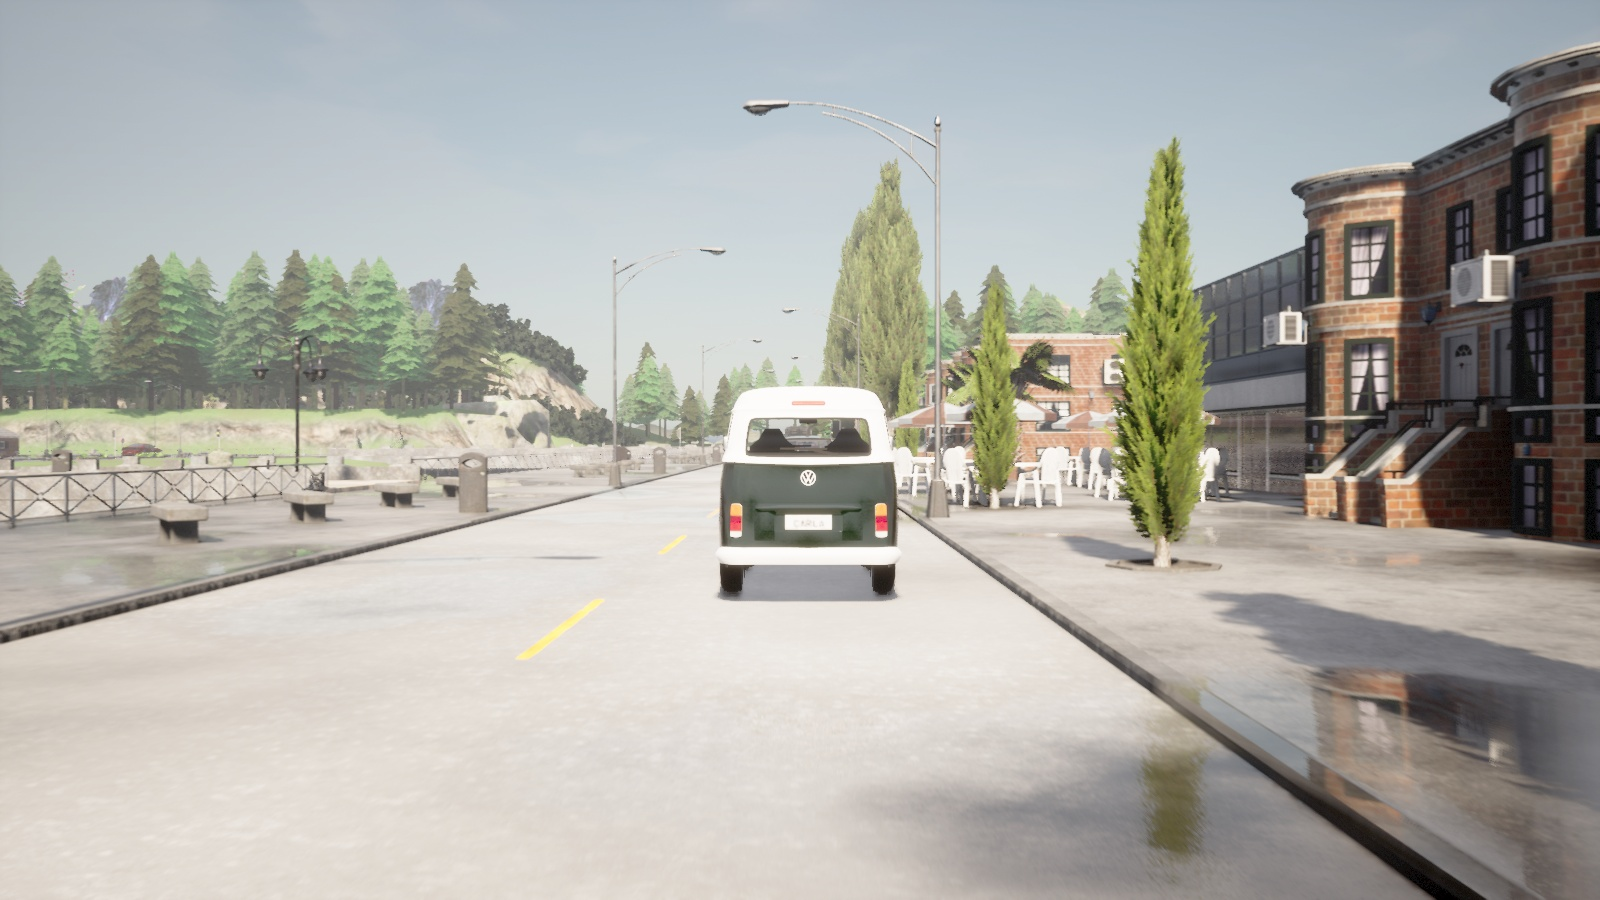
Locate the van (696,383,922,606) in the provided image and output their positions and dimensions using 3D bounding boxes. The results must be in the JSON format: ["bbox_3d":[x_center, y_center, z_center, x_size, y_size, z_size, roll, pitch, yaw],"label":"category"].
[{"bbox_3d":[0.091,0.392,13.742,2.069,2.038,4.480,0,0,0],"label":"van"}]
